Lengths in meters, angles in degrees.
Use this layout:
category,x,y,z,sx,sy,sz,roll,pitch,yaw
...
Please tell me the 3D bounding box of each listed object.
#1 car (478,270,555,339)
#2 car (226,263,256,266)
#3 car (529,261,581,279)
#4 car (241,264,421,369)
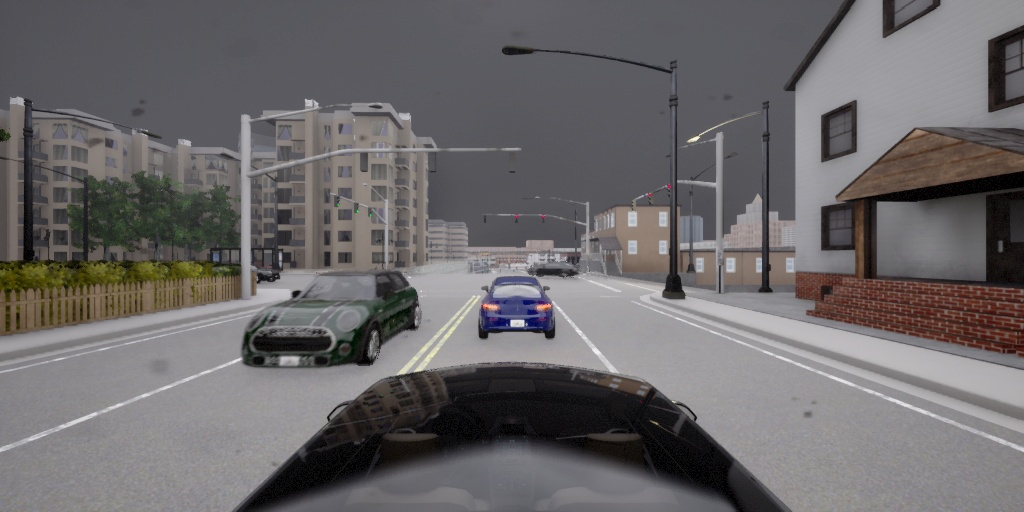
category,x,y,z,sx,sy,sz,roll,pitch,yaw
car,0.110,1.276,9.991,1.812,1.442,4.674,0,0,0
car,-19.815,1.255,26.487,4.892,1.490,1.837,0,0,1
car,3.722,1.199,31.616,4.674,1.442,1.812,0,1,28
car,-3.574,1.102,8.018,2.097,1.767,4.553,0,0,0
